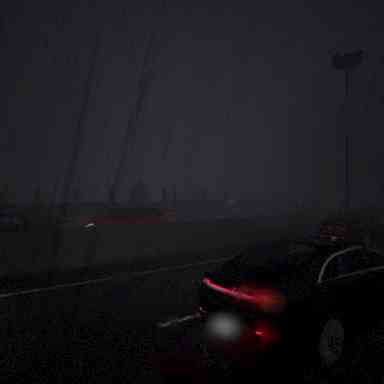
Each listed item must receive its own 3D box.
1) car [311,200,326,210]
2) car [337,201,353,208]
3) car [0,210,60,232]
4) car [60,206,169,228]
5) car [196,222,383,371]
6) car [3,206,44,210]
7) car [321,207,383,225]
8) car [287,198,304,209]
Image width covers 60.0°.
[{"bbox_3d":[18.491,1.937,48.498,2.033,1.411,5.357,0,0,26],"label":"car"},{"bbox_3d":[22.196,1.965,48.270,1.994,1.385,4.181,0,0,25],"label":"car"},{"bbox_3d":[-8.804,1.669,15.034,4.718,1.301,1.895,0,0,-37],"label":"car"},{"bbox_3d":[-3.202,1.441,15.097,4.553,1.767,2.097,1,-1,-40],"label":"car"},{"bbox_3d":[2.315,1.539,5.809,4.902,1.511,2.128,1,0,-38],"label":"car"},{"bbox_3d":[-9.911,1.580,18.644,4.902,1.511,2.128,1,0,-38],"label":"car"},{"bbox_3d":[7.366,1.631,14.948,4.892,1.490,1.837,1,0,-44],"label":"car"},{"bbox_3d":[16.285,1.758,52.187,2.097,1.767,4.553,0,0,24],"label":"car"}]
